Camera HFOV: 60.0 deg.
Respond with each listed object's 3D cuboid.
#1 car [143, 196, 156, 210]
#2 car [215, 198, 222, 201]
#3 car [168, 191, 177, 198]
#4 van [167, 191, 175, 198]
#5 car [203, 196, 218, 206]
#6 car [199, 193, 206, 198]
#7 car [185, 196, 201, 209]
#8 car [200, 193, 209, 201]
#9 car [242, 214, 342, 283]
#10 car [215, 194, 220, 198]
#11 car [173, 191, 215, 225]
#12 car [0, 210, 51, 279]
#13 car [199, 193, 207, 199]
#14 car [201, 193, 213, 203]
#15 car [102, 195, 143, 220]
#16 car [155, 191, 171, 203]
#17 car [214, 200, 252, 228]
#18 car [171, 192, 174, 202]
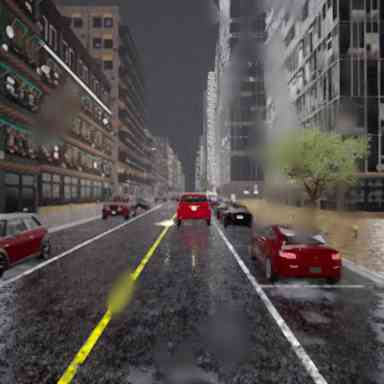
[{"bbox_3d":[-5.636,1.325,37.890,1.947,1.339,4.313,1,0,0],"label":"car"},{"bbox_3d":[2.699,1.400,26.361,1.947,1.339,4.313,1,0,0],"label":"car"},{"bbox_3d":[-5.573,0.700,94.864,2.192,1.841,5.009,1,0,0],"label":"car"},{"bbox_3d":[-5.580,0.763,89.168,1.690,1.788,3.998,1,0,0],"label":"van"},{"bbox_3d":[2.722,1.251,49.151,1.947,1.339,4.313,1,0,0],"label":"car"},{"bbox_3d":[2.763,0.967,89.035,1.887,1.381,4.507,1,0,0],"label":"car"},{"bbox_3d":[0.143,1.244,40.950,1.837,1.490,4.892,0,0,0],"label":"car"},{"bbox_3d":[2.746,1.060,72.112,1.752,1.417,4.829,1,0,0],"label":"car"},{"bbox_3d":[2.681,1.525,9.267,1.802,1.307,4.206,1,0,0],"label":"car"},{"bbox_3d":[2.711,1.305,37.756,1.887,1.381,4.507,1,0,0],"label":"car"},{"bbox_3d":[0.125,1.080,22.577,2.150,2.045,5.566,0,0,0],"label":"car"},{"bbox_3d":[-5.663,1.382,9.399,1.967,1.590,4.097,1,0,0],"label":"car"},{"bbox_3d":[2.757,1.011,83.337,2.008,1.369,4.403,1,0,0],"label":"car"},{"bbox_3d":[2.736,1.051,60.546,1.967,1.590,4.097,1,0,0],"label":"car"},{"bbox_3d":[-5.643,1.149,26.493,2.192,1.841,5.009,1,0,0],"label":"car"},{"bbox_3d":[-5.608,0.925,60.679,2.192,1.841,5.009,1,0,0],"label":"car"},{"bbox_3d":[2.693,1.437,20.663,1.947,1.339,4.313,1,0,0],"label":"car"},{"bbox_3d":[-2.954,1.202,61.956,1.895,1.301,4.718,0,0,1],"label":"car"}]
